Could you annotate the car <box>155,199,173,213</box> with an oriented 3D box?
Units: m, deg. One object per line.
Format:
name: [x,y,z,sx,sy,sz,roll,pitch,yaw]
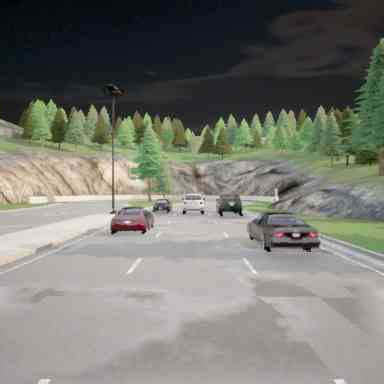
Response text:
car: [-3.289,1.526,37.518,1.812,1.442,4.674,0,0,1]

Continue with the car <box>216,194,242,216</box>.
car: [3.622,1.223,32.838,2.150,2.045,5.566,0,0,0]

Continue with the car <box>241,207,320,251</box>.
car: [3.604,1.547,14.005,2.033,1.411,5.357,0,0,0]

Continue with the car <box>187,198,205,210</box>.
car: [0.631,1.564,44.342,1.994,1.385,4.181,0,0,6]

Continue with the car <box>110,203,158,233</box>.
car: [-3.393,1.564,19.467,1.994,1.385,4.181,0,0,0]

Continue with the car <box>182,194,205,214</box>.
car: [0.149,1.221,34.969,2.150,2.045,5.566,0,0,0]
